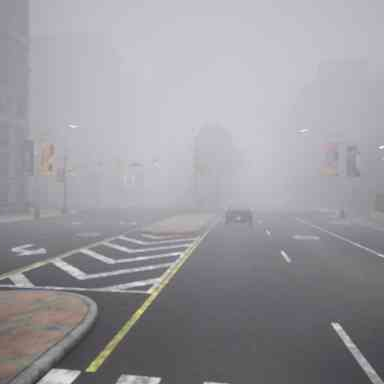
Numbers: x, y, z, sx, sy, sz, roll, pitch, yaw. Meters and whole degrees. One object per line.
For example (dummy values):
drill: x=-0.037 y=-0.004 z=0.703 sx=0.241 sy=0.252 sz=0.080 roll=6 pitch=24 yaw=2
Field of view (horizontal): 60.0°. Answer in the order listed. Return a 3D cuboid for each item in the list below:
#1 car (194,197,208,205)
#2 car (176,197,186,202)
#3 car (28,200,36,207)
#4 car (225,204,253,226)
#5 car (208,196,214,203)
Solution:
car: x=1.643 y=1.789 z=68.985 sx=1.882 sy=1.535 sz=5.008 roll=0 pitch=0 yaw=8
car: x=-2.852 y=1.964 z=85.238 sx=1.895 sy=1.301 sz=4.718 roll=0 pitch=0 yaw=8
car: x=-26.299 y=1.502 z=51.077 sx=4.553 sy=1.767 sz=2.097 roll=0 pitch=0 yaw=8
car: x=3.450 y=1.596 z=24.418 sx=1.882 sy=1.535 sz=5.008 roll=0 pitch=0 yaw=9
car: x=3.782 y=1.908 z=83.946 sx=2.128 sy=1.511 sz=4.902 roll=0 pitch=0 yaw=8
